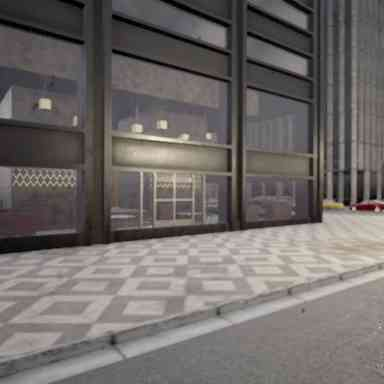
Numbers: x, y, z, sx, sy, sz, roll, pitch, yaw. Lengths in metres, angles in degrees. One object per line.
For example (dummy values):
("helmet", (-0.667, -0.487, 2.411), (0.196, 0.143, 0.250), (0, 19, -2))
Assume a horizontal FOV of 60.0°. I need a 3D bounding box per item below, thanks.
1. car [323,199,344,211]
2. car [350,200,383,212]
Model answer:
("car", (17.310, 1.646, 43.438), (1.752, 1.417, 4.829), (0, 0, -36))
("car", (20.704, 1.607, 38.741), (1.887, 1.381, 4.507), (0, 0, -36))
